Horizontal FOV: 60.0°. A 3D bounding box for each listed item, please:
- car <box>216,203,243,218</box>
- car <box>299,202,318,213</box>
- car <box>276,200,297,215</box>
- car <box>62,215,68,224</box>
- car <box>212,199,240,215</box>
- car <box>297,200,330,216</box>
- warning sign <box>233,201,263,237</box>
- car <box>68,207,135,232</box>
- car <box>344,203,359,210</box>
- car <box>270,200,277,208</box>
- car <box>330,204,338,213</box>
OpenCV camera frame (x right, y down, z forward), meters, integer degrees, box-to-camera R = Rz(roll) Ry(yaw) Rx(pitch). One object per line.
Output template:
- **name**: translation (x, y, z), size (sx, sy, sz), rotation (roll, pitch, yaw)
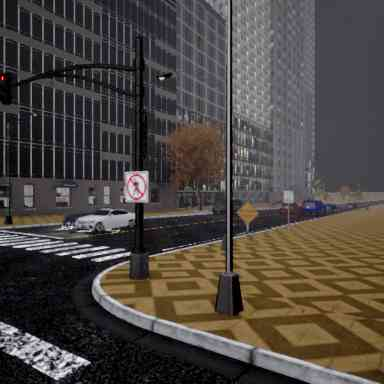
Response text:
- **car**: translation (5.031, 2.254, 38.970), size (1.895, 1.301, 4.718), rotation (0, -1, 33)
- **car**: translation (19.194, 2.506, 54.728), size (1.882, 1.535, 5.008), rotation (0, -1, 33)
- **car**: translation (13.848, 2.205, 46.362), size (2.097, 1.767, 4.553), rotation (0, -1, 33)
- **car**: translation (-7.319, 1.880, 25.854), size (2.033, 1.411, 5.357), rotation (0, -1, 33)
- **car**: translation (4.744, 1.950, 44.499), size (2.150, 2.045, 5.566), rotation (0, -1, 33)
- **car**: translation (16.168, 2.065, 43.994), size (2.150, 2.045, 5.566), rotation (0, -1, 35)
- **warning sign**: translation (3.115, 1.454, 18.570), size (1.300, 1.860, 1.060), rotation (1, 1, 33)
- **car**: translation (-5.650, 1.828, 22.483), size (1.812, 1.442, 4.674), rotation (0, -1, 33)
- **car**: translation (31.516, 2.837, 65.715), size (1.812, 1.442, 4.674), rotation (0, -1, 33)
- **car**: translation (13.769, 1.947, 52.320), size (2.097, 1.767, 4.553), rotation (0, -1, 33)
- **car**: translation (21.923, 2.558, 52.964), size (1.812, 1.442, 4.674), rotation (0, -1, 33)
